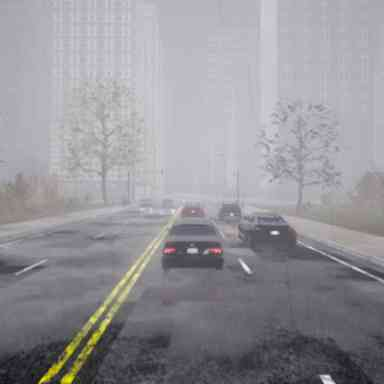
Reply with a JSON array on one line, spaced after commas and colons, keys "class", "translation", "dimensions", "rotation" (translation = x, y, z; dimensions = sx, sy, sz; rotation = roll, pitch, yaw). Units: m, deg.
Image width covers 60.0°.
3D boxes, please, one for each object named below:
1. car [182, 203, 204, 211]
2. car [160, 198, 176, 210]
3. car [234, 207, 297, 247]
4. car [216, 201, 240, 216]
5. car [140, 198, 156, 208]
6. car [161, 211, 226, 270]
[{"class": "car", "translation": [0.072, 1.645, 30.381], "dimensions": [1.994, 1.385, 4.181], "rotation": [0, 0, 0]}, {"class": "car", "translation": [-3.319, 1.618, 46.211], "dimensions": [1.837, 1.490, 4.892], "rotation": [0, -1, 0]}, {"class": "car", "translation": [3.321, 1.608, 15.287], "dimensions": [1.994, 1.385, 4.181], "rotation": [0, 0, 0]}, {"class": "car", "translation": [3.320, 1.587, 29.978], "dimensions": [1.837, 1.490, 4.892], "rotation": [0, 0, 0]}, {"class": "car", "translation": [-6.544, 1.666, 49.994], "dimensions": [2.033, 1.411, 5.357], "rotation": [0, 0, 1]}, {"class": "car", "translation": [0.040, 1.581, 11.167], "dimensions": [2.033, 1.411, 5.357], "rotation": [0, 0, 1]}]
